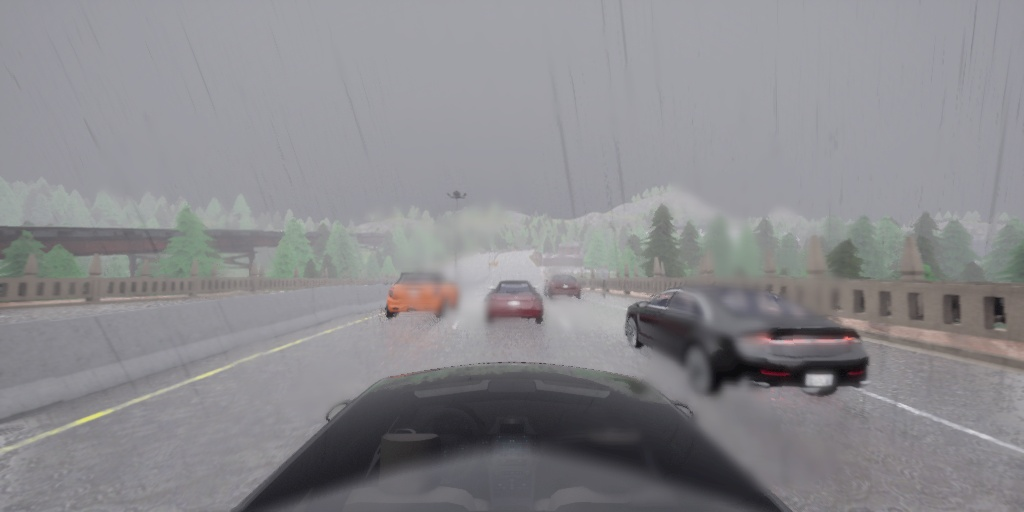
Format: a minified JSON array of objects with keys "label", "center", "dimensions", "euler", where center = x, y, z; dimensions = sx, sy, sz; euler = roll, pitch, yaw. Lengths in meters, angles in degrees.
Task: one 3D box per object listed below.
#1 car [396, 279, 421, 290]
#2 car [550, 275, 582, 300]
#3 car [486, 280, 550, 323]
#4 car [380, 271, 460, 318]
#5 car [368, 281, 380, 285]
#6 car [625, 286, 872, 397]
[{"label":"car","center":[-14.017,3.872,49.008],"dimensions":[1.882,1.535,5.008],"euler":[0,-4,1]},{"label":"car","center":[3.609,2.184,25.871],"dimensions":[2.097,1.767,4.553],"euler":[0,-4,0]},{"label":"car","center":[0.104,1.596,13.382],"dimensions":[1.994,1.385,4.181],"euler":[0,-3,0]},{"label":"car","center":[-3.395,1.443,14.565],"dimensions":[2.097,1.767,4.553],"euler":[0,-3,0]},{"label":"car","center":[-17.505,3.927,47.975],"dimensions":[1.895,1.301,4.718],"euler":[0,-4,1]},{"label":"car","center":[3.602,1.293,6.620],"dimensions":[2.128,1.511,4.902],"euler":[0,-1,0]}]
